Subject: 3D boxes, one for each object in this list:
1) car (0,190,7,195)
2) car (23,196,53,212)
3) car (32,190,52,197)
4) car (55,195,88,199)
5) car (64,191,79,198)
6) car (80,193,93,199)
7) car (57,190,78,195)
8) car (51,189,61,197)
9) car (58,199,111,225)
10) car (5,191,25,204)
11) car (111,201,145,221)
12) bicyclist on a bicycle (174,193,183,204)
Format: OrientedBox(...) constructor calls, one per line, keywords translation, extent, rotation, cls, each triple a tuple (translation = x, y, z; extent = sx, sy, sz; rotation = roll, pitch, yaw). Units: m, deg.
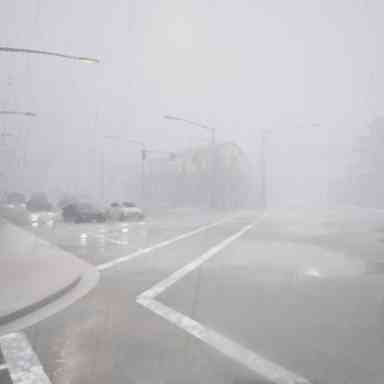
OrientedBox(translation=(-35.306, 0.402, 62.452), extent=(1.812, 1.442, 4.674), rotation=(0, 0, -36), cls="car")
OrientedBox(translation=(-16.860, 1.410, 36.616), extent=(1.895, 1.301, 4.718), rotation=(0, 1, -36), cls="car")
OrientedBox(translation=(-24.246, 0.851, 52.943), extent=(1.882, 1.535, 5.008), rotation=(0, 1, -35), cls="car")
OrientedBox(translation=(-14.150, 1.363, 38.844), extent=(1.994, 1.385, 4.181), rotation=(0, 1, -36), cls="car")
OrientedBox(translation=(-27.346, 0.640, 75.367), extent=(2.128, 1.511, 4.902), rotation=(0, -1, -36), cls="car")
OrientedBox(translation=(-21.502, 0.786, 67.235), extent=(1.994, 1.385, 4.181), rotation=(0, 0, -36), cls="car")
OrientedBox(translation=(-24.345, 0.764, 65.193), extent=(1.812, 1.442, 4.674), rotation=(0, 0, -36), cls="car")
OrientedBox(translation=(-30.210, 0.347, 73.353), extent=(2.150, 2.045, 5.566), rotation=(0, -1, -36), cls="car")
OrientedBox(translation=(-8.087, 1.519, 24.385), extent=(2.033, 1.411, 5.357), rotation=(0, 0, -36), cls="car")
OrientedBox(translation=(-26.213, 0.890, 49.660), extent=(1.882, 1.535, 5.008), rotation=(0, 1, -35), cls="car")
OrientedBox(translation=(-5.467, 1.488, 26.762), extent=(1.812, 1.442, 4.674), rotation=(0, 1, -36), cls="car")
OrientedBox(translation=(-2.103, 1.020, 50.332), extent=(1.656, 1.620, 0.582), rotation=(0, 1, -36), cls="bicyclist on a bicycle")
